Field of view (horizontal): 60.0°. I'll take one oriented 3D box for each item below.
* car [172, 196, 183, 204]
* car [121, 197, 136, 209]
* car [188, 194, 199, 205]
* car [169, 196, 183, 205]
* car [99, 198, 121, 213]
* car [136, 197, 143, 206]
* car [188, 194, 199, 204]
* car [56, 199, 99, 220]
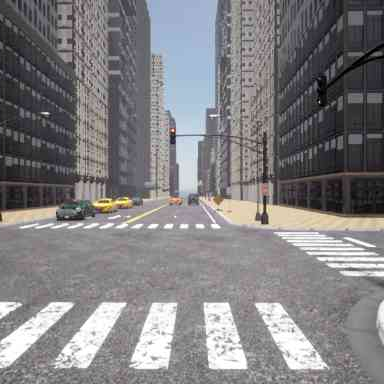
[{"bbox_3d":[-2.978,1.633,70.104,2.128,1.511,4.902,0,0,0],"label":"car"},{"bbox_3d":[-9.712,1.538,47.077,1.882,1.535,5.008,0,0,0],"label":"car"},{"bbox_3d":[0.272,1.606,60.127,1.837,1.490,4.892,0,0,0],"label":"car"},{"bbox_3d":[-2.978,1.452,59.916,2.097,1.767,4.553,0,0,0],"label":"car"},{"bbox_3d":[-9.745,1.516,37.395,1.882,1.535,5.008,0,0,0],"label":"car"},{"bbox_3d":[-9.641,1.640,57.725,2.033,1.411,5.357,0,0,1],"label":"car"},{"bbox_3d":[0.274,1.361,70.335,2.150,2.045,5.566,0,0,0],"label":"car"},{"bbox_3d":[-9.769,1.374,28.208,2.097,1.767,4.553,0,0,0],"label":"car"}]
